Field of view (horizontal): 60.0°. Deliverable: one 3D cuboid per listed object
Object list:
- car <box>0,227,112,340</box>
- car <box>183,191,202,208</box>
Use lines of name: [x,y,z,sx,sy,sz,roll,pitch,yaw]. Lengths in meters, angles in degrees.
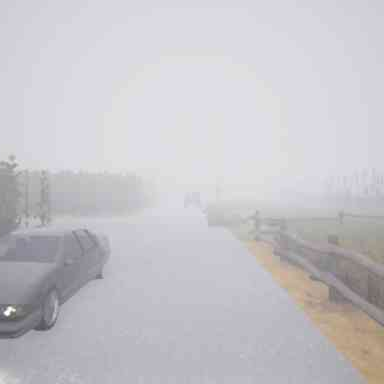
car: [-3.134,1.490,7.036,2.033,1.411,5.357,0,0,1]
car: [0.059,0.890,41.533,2.150,2.045,5.566,0,0,0]
